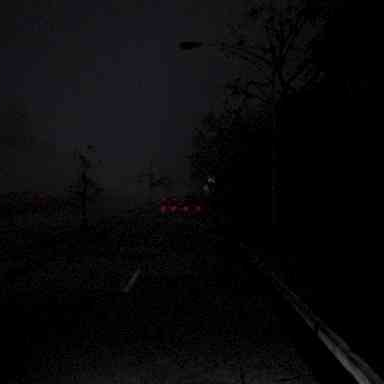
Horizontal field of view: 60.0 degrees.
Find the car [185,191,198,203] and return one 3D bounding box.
[{"bbox_3d":[-0.019,0.790,55.255,2.097,1.767,4.553,0,1,0],"label":"car"}]

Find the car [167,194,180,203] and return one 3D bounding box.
[{"bbox_3d":[-3.019,1.038,55.361,1.895,1.301,4.718,0,1,0],"label":"car"}]

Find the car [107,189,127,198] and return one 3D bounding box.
[{"bbox_3d":[-17.035,0.707,69.978,5.366,1.575,1.946,-1,1,-20],"label":"car"}]

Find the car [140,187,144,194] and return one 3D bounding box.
[{"bbox_3d":[-16.888,0.046,94.056,4.553,1.767,2.185,-1,2,-20],"label":"car"}]

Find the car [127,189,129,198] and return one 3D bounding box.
[{"bbox_3d":[-16.866,0.696,73.051,4.674,1.452,2.002,-1,1,-20],"label":"car"}]

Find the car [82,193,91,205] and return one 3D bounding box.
[{"bbox_3d":[-16.842,0.942,46.058,4.553,1.767,2.185,-1,1,-20],"label":"car"}]

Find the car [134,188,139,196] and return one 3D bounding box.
[{"bbox_3d":[-16.687,0.471,82.122,5.366,1.575,1.946,-1,1,-20],"label":"car"}]

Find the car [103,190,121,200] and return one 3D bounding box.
[{"bbox_3d":[-16.839,0.828,64.055,4.792,1.488,2.163,-1,1,-20],"label":"car"}]

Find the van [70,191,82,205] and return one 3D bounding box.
[{"bbox_3d":[-16.982,0.889,43.022,4.442,1.987,1.878,-1,1,-20],"label":"van"}]

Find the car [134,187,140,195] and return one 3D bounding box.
[{"bbox_3d":[-16.887,0.158,85.043,5.566,2.045,2.435,-1,2,-20],"label":"car"}]

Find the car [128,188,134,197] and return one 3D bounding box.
[{"bbox_3d":[-16.839,0.353,76.065,5.566,2.045,2.435,-1,1,-20],"label":"car"}]

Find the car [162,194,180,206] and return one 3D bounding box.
[{"bbox_3d":[-3.016,1.112,45.280,1.812,1.442,4.674,0,1,0],"label":"car"}]

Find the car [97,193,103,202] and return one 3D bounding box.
[{"bbox_3d":[-16.842,1.008,52.050,4.792,1.488,2.163,-1,1,-20],"label":"car"}]

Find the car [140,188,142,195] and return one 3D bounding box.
[{"bbox_3d":[-16.859,0.298,91.072,4.674,1.452,2.002,-1,1,-20],"label":"car"}]

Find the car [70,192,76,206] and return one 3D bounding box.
[{"bbox_3d":[-16.865,1.158,40.086,4.892,1.521,2.231,-1,1,-20],"label":"car"}]

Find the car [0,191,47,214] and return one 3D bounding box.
[{"bbox_3d":[-16.903,1.040,31.118,5.566,2.045,2.435,-1,1,-20],"label":"car"}]

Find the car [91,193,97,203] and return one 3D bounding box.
[{"bbox_3d":[-16.864,1.064,49.032,4.674,1.452,2.002,-1,1,-20],"label":"car"}]

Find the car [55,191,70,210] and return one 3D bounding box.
[{"bbox_3d":[-16.851,0.950,37.114,5.566,2.045,2.435,-1,1,-20],"label":"car"}]

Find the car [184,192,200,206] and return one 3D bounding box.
[{"bbox_3d":[-0.016,0.939,45.249,2.097,1.767,4.553,0,1,0],"label":"car"}]

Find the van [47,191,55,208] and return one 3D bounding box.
[{"bbox_3d":[-16.768,1.019,34.161,4.442,1.987,1.878,-1,1,-20],"label":"van"}]

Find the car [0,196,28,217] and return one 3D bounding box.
[{"bbox_3d":[-16.871,1.369,28.151,4.674,1.452,2.002,-1,1,-20],"label":"car"}]
